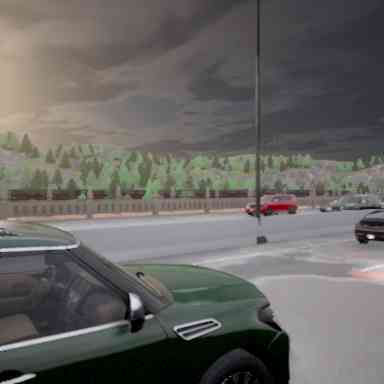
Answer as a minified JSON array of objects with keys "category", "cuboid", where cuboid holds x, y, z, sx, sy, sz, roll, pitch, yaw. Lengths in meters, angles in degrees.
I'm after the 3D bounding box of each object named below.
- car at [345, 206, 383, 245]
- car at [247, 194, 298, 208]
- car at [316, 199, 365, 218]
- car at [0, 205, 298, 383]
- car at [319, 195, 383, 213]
[{"category":"car","cuboid":[8.989,1.505,14.457,4.892,1.490,1.837,0,0,-35]},{"category":"car","cuboid":[7.470,1.227,30.795,5.566,2.045,2.150,0,0,-36]},{"category":"car","cuboid":[13.926,1.491,31.096,5.008,1.535,1.882,0,0,-35]},{"category":"car","cuboid":[-1.677,1.222,2.550,5.566,2.045,2.150,0,0,-35]},{"category":"car","cuboid":[12.722,1.229,25.945,5.566,2.045,2.150,0,0,-35]}]
